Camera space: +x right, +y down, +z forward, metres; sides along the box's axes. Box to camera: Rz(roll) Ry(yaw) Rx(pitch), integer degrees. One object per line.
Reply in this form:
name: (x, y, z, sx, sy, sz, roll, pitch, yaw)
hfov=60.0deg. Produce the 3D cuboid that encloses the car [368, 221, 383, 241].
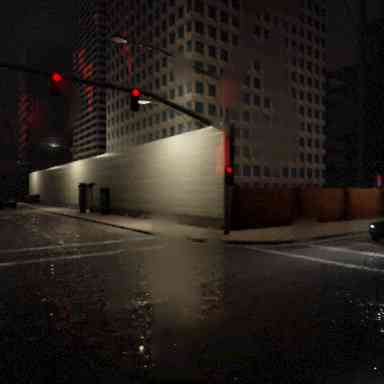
car: (10.264, 1.627, 15.609, 4.718, 1.301, 1.895, 0, 0, -35)

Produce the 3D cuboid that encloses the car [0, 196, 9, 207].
car: (-31.041, 1.506, 53.496, 2.128, 1.511, 4.902, 0, 0, -35)

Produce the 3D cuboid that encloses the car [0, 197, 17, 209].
car: (-24.828, 1.498, 44.744, 2.128, 1.511, 4.902, 0, 0, -35)
